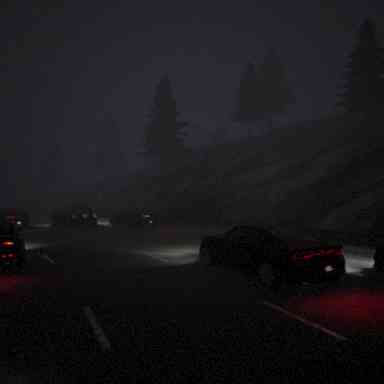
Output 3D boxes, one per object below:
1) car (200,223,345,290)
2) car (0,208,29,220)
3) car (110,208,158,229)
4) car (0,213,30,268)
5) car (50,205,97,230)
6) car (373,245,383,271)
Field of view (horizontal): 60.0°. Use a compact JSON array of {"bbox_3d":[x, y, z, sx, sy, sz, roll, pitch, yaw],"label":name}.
[{"bbox_3d":[2.022,1.658,9.899,1.882,1.535,5.008,1,-1,-27],"label":"car"},{"bbox_3d":[-13.840,1.946,25.061,1.837,1.490,4.892,1,-1,-45],"label":"car"},{"bbox_3d":[-4.499,1.944,25.426,2.128,1.511,4.902,1,-1,-41],"label":"car"},{"bbox_3d":[-7.010,1.709,11.520,1.837,1.490,4.892,1,-1,-32],"label":"car"},{"bbox_3d":[-9.114,1.800,25.341,2.097,1.767,4.553,1,-1,-43],"label":"car"},{"bbox_3d":[6.858,1.653,7.931,1.837,1.490,4.892,1,-1,-24],"label":"car"}]
